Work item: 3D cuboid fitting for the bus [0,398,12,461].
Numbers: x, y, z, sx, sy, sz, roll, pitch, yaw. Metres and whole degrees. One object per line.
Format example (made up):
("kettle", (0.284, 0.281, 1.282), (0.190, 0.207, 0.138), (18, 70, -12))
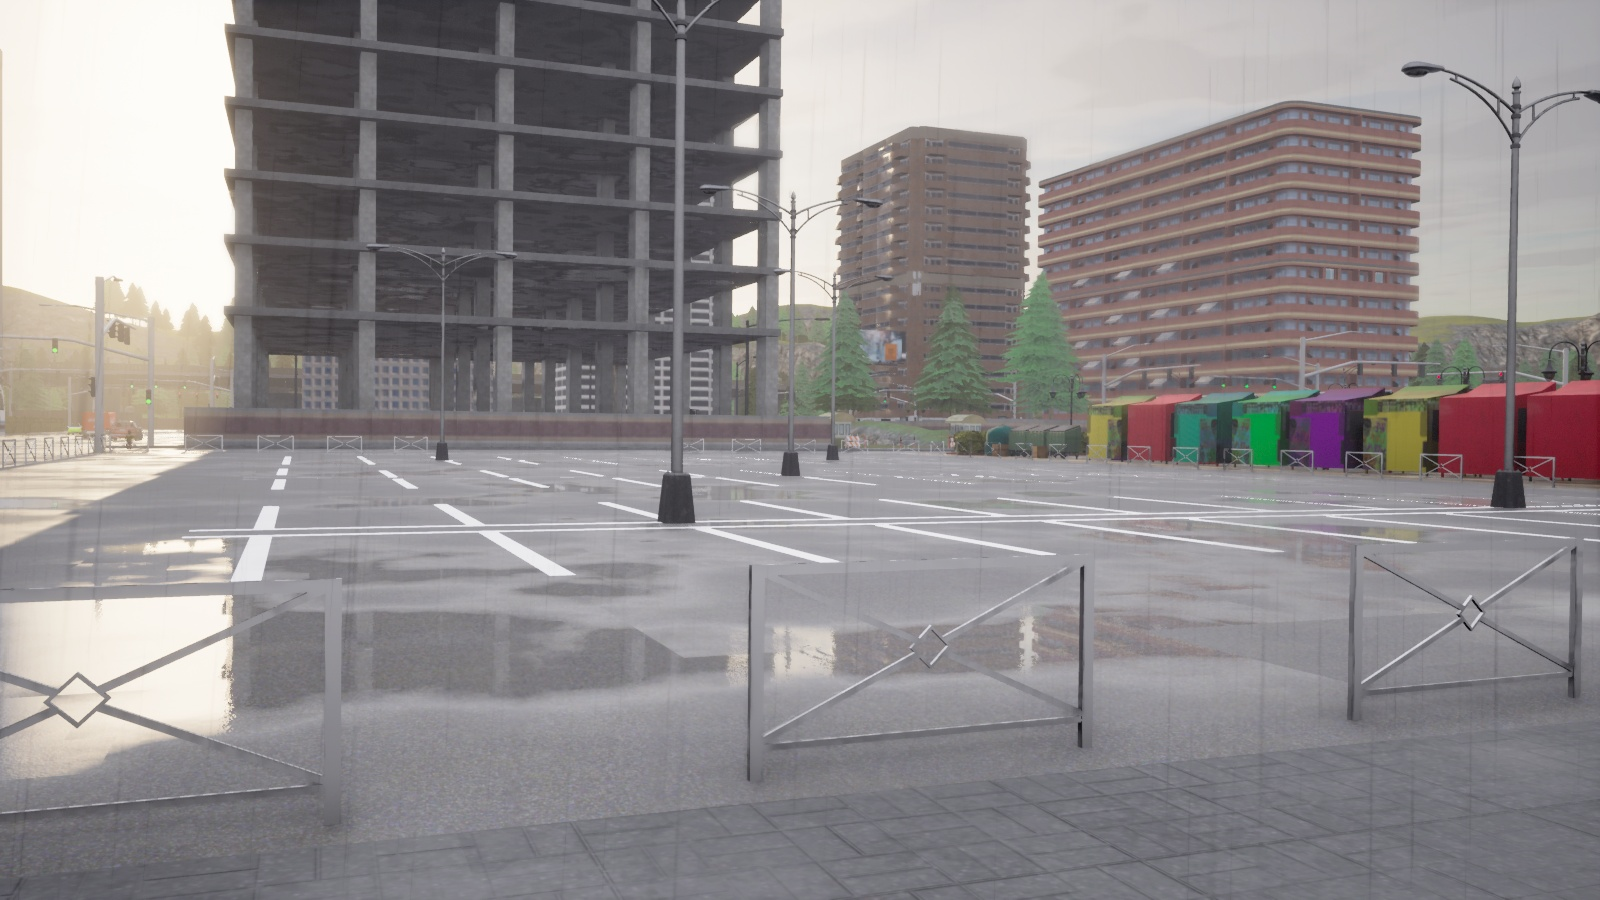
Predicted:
("bus", (-54.720, -1.317, 81.763), (3.944, 4.253, 10.273), (-1, 1, -22))
